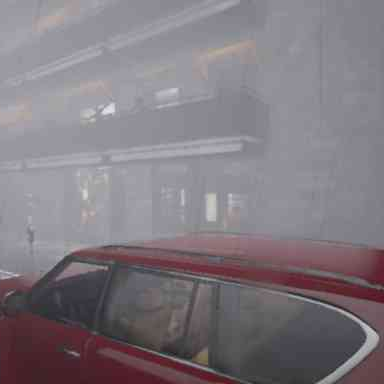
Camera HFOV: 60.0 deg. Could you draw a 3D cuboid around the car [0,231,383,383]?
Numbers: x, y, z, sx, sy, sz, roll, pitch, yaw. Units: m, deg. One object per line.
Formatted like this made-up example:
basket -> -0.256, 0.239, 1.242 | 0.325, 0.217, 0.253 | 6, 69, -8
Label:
car -> -0.240, 1.308, 3.052 | 5.009, 1.841, 2.192 | 0, 0, 35
